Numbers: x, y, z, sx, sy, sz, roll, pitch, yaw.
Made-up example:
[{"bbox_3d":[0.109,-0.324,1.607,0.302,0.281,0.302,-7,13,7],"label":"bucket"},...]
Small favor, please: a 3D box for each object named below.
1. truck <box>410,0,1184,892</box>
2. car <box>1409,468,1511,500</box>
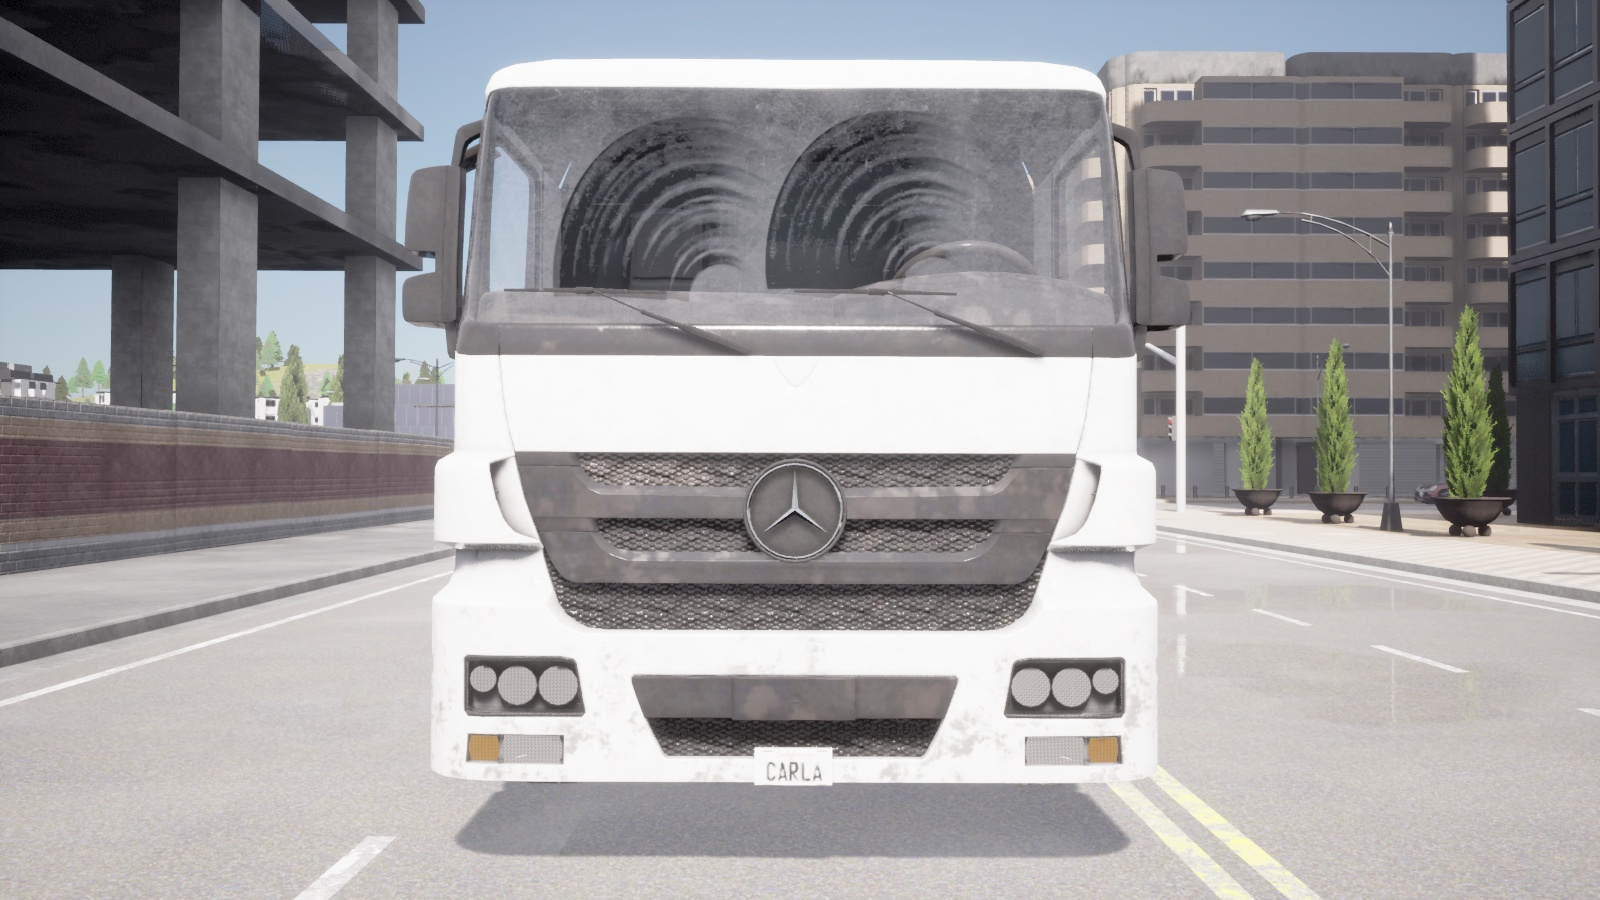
[{"bbox_3d":[-0.027,-0.022,8.684,2.891,3.462,7.936,0,-1,0],"label":"truck"},{"bbox_3d":[31.169,1.594,59.379,3.806,1.475,1.970,0,-1,0],"label":"car"}]
